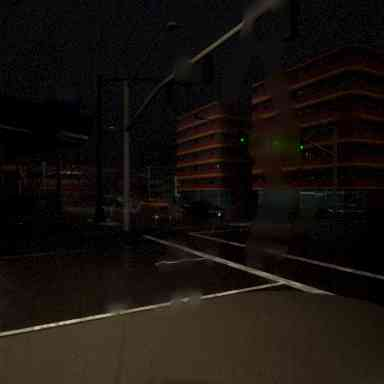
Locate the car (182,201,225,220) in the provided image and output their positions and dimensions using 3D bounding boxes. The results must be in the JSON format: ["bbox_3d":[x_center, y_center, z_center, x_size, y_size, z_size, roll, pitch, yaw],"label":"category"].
[{"bbox_3d":[0.885,1.494,28.054,2.128,1.511,4.902,0,0,-30],"label":"car"}]

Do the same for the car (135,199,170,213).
[{"bbox_3d":[-4.156,1.480,36.623,1.882,1.535,5.008,0,0,-30],"label":"car"}]

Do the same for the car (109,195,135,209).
[{"bbox_3d":[-9.078,1.492,44.994,2.128,1.511,4.902,0,0,-30],"label":"car"}]

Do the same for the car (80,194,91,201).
[{"bbox_3d":[-25.597,1.356,80.153,2.097,1.767,4.553,0,0,-30],"label":"car"}]

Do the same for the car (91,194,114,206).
[{"bbox_3d":[-14.497,1.506,54.300,1.837,1.490,4.892,0,0,-29],"label":"car"}]
